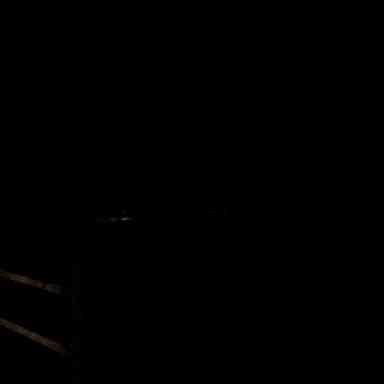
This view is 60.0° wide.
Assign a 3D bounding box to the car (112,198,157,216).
[{"bbox_3d":[-6.310,1.699,37.302,2.150,2.045,5.566,-1,-1,36],"label":"car"}]

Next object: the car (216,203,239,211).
[{"bbox_3d":[5.796,2.424,53.794,1.895,1.301,4.718,-1,-1,36],"label":"car"}]

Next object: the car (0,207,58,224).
[{"bbox_3d":[-13.603,1.871,27.278,1.895,1.301,4.718,-1,-1,36],"label":"car"}]
